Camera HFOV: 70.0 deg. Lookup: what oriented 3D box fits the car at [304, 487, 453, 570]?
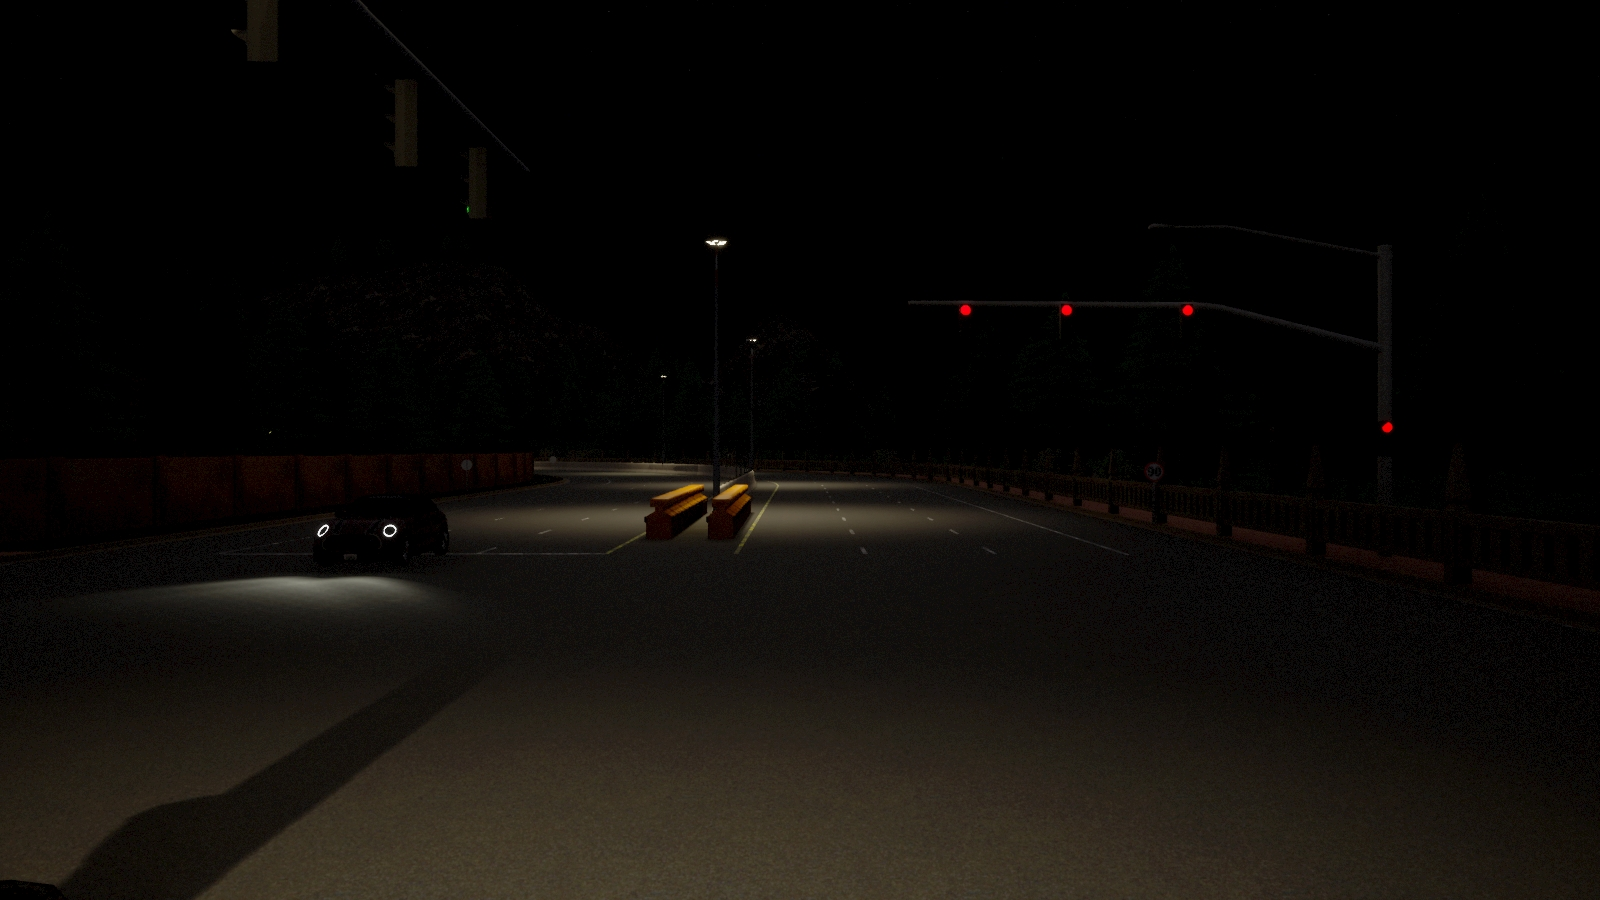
[{"bbox_3d":[-10.504,1.906,28.861,2.097,1.767,4.553,0,0,0],"label":"car"}]
